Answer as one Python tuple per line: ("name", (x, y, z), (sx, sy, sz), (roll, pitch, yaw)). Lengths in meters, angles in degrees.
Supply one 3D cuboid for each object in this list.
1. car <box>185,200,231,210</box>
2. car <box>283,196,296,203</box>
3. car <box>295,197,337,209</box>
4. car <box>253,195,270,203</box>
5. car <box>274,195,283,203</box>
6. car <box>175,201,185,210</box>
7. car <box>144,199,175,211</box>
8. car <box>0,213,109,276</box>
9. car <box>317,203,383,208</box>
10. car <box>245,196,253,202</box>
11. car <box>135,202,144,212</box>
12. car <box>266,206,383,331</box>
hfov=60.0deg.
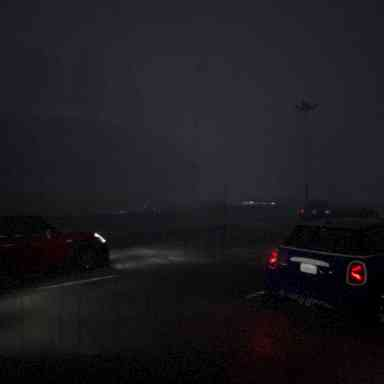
("car", (1.811, 1.481, 30.802), (1.882, 1.535, 5.008), (0, 0, 36))
("car", (18.602, 1.506, 61.153), (1.994, 1.385, 4.181), (0, 0, 27))
("car", (9.197, 1.323, 23.017), (2.097, 1.767, 4.553), (0, 0, 39))
("car", (14.895, 1.439, 69.327), (1.882, 1.535, 5.008), (0, 0, 27))
("car", (18.023, 1.426, 67.759), (1.882, 1.535, 5.008), (0, 0, 27))
("car", (0.582, 1.573, 35.083), (1.994, 1.385, 4.181), (0, 0, 35))
("car", (-2.799, 1.587, 36.323), (1.994, 1.385, 4.181), (0, 0, 35))
("car", (-4.702, 1.375, 9.338), (4.553, 1.767, 2.097), (0, 0, -37))
("car", (8.129, 1.478, 16.362), (1.837, 1.490, 4.892), (0, 0, 43))
("car", (13.259, 1.564, 73.873), (1.895, 1.301, 4.718), (0, 0, 27))
("car", (-4.762, 1.558, 39.572), (1.812, 1.442, 4.674), (0, 0, 34))
("car", (3.639, 1.341, 7.158), (4.553, 1.767, 2.097), (0, 0, -41))
